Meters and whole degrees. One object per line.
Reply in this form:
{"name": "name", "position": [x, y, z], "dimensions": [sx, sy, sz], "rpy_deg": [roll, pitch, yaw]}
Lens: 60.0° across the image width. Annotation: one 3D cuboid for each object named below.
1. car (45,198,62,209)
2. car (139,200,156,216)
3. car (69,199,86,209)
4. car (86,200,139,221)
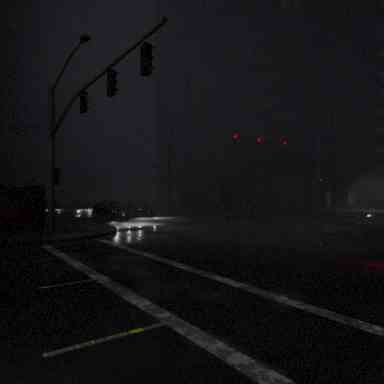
{"name": "car", "position": [-19.187, 1.548, 45.084], "dimensions": [2.033, 1.411, 5.357], "rpy_deg": [0, 0, -35]}
{"name": "car", "position": [-5.221, 1.526, 31.596], "dimensions": [1.812, 1.442, 4.674], "rpy_deg": [0, 0, -36]}
{"name": "car", "position": [-15.447, 1.601, 45.855], "dimensions": [1.895, 1.301, 4.718], "rpy_deg": [0, 0, -35]}
{"name": "car", "position": [-6.708, 1.491, 27.641], "dimensions": [2.128, 1.511, 4.902], "rpy_deg": [0, 0, -36]}
